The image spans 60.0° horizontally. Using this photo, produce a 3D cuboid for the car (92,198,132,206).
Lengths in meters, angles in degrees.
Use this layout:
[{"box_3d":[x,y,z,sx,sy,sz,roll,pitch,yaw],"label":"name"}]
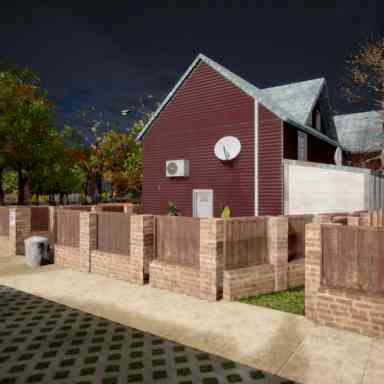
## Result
[{"box_3d":[-8.302,1.441,34.194,2.097,1.767,4.553,0,0,35],"label":"car"}]
